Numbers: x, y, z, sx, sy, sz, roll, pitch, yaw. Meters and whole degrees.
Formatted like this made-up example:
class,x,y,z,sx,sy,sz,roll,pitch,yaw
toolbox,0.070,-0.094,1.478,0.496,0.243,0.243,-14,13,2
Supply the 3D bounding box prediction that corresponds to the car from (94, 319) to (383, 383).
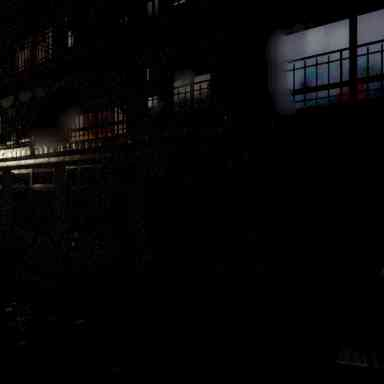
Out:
class,x,y,z,sx,sy,sz,roll,pitch,yaw
car,1.071,1.582,2.110,4.206,1.307,1.802,0,0,35
